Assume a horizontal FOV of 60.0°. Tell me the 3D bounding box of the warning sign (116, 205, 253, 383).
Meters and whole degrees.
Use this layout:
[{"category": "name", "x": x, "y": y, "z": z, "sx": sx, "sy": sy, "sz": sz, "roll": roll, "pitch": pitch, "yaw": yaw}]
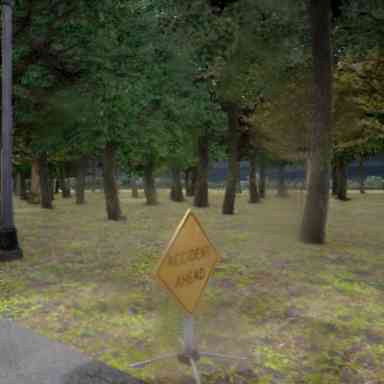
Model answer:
[{"category": "warning sign", "x": -0.044, "y": 1.122, "z": 3.961, "sx": 1.060, "sy": 1.860, "sz": 1.300, "roll": 0, "pitch": 0, "yaw": 36}]
